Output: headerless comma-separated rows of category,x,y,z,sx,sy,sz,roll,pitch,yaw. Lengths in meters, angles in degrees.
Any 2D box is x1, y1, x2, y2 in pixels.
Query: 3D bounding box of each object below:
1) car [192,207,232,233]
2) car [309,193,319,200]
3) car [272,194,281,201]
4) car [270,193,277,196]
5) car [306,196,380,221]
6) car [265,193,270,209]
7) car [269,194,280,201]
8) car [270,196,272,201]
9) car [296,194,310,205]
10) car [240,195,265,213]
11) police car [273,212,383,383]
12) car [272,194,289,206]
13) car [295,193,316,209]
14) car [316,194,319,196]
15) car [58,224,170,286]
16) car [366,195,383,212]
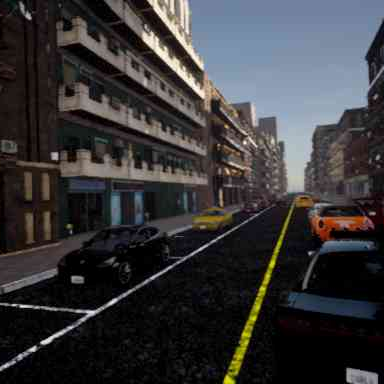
car,1.322,1.601,20.540,1.752,1.417,4.829,-2,0,18
car,28.216,1.009,77.208,1.887,1.381,4.507,-2,0,18
car,20.240,1.298,79.762,1.887,1.381,4.507,-2,0,18
car,16.803,1.128,69.025,2.192,1.841,5.009,-2,0,18
car,6.176,1.222,14.118,2.097,1.767,4.553,-2,0,18
car,8.228,1.275,42.180,2.192,1.841,5.009,-2,0,18
car,18.521,1.223,74.393,1.967,1.590,4.097,-2,0,18
car,9.951,1.513,47.548,1.802,1.307,4.206,-2,0,18
car,17.923,1.168,53.834,1.882,1.535,5.008,-2,0,18
car,6.516,1.429,36.810,1.967,1.590,4.097,-2,0,18
police car,2.761,1.357,5.096,1.930,1.638,5.238,-3,-1,30
car,13.385,1.424,49.466,1.895,1.301,4.718,-2,0,18
car,13.699,1.240,40.565,1.882,1.535,5.008,-2,0,18
car,24.838,1.048,66.632,1.752,1.417,4.829,-2,0,18
car,-2.055,1.696,9.963,1.947,1.339,4.313,-2,0,18
car,9.345,1.100,18.150,2.192,1.841,5.009,-2,0,18
